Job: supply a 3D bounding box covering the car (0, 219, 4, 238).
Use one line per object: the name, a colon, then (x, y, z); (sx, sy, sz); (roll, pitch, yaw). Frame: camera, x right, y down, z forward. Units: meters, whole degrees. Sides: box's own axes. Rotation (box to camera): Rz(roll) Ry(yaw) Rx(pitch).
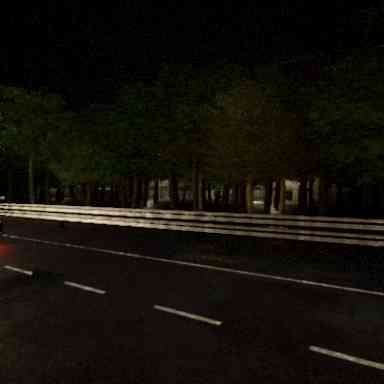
car: (-10.902, 1.506, 15.963); (4.892, 1.490, 1.837); (0, 0, 36)
